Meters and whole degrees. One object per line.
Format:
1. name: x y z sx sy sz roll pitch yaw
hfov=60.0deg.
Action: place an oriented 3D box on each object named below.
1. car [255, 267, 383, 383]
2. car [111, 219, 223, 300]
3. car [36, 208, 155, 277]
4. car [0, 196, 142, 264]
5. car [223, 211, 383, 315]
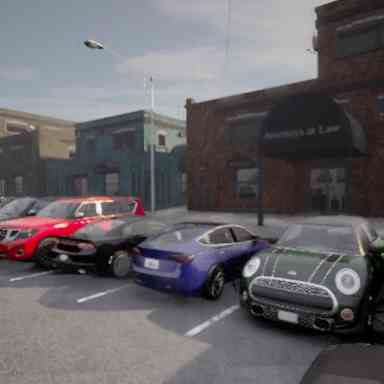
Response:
1. car: 3.008 1.558 1.231 5.357 1.411 2.033 0 0 36
2. car: 0.545 1.490 8.603 2.163 1.488 4.792 0 0 36
3. car: -1.716 1.452 10.173 2.097 1.535 5.008 0 0 36
4. car: -3.974 1.204 11.756 2.435 2.045 5.566 0 0 36
5. car: 2.791 1.345 7.002 2.185 1.767 4.553 0 0 36
